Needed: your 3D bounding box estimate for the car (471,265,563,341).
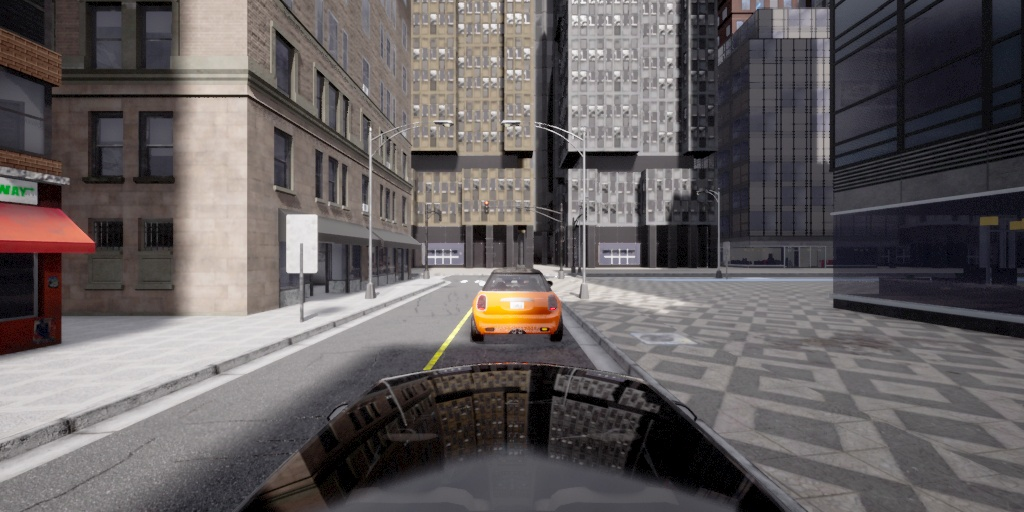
[{"bbox_3d":[0.106,1.102,10.003,2.097,1.767,4.553,0,0,0],"label":"car"}]
